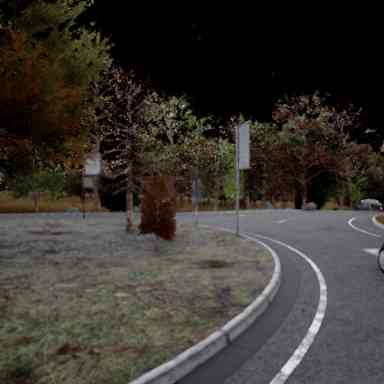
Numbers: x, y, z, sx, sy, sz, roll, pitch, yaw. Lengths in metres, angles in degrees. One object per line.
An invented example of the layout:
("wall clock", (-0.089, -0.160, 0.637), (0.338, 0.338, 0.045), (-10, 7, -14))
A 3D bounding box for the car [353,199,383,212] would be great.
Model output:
("car", (21.802, 1.640, 41.146), (4.892, 1.490, 1.837), (3, -2, -38))

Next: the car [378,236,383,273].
("car", (5.417, 1.432, 7.116), (1.837, 1.490, 4.892), (0, 0, 20))
